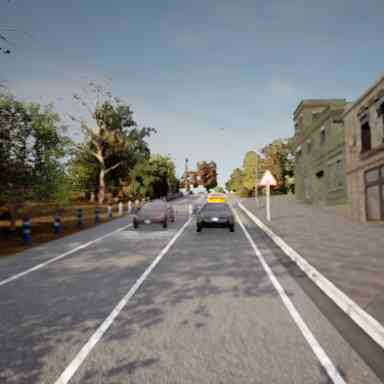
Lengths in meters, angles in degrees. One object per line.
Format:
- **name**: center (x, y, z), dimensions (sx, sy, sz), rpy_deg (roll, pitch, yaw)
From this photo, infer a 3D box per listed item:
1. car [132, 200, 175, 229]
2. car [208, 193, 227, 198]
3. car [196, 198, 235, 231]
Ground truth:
- **car**: center (-2.096, 1.212, 19.344), dimensions (1.812, 1.442, 4.674), rpy_deg (0, 1, 5)
- **car**: center (2.705, 0.802, 36.073), dimensions (1.882, 1.535, 5.008), rpy_deg (0, 1, 5)
- **car**: center (1.293, 1.263, 18.330), dimensions (1.994, 1.385, 4.181), rpy_deg (0, 1, 4)
